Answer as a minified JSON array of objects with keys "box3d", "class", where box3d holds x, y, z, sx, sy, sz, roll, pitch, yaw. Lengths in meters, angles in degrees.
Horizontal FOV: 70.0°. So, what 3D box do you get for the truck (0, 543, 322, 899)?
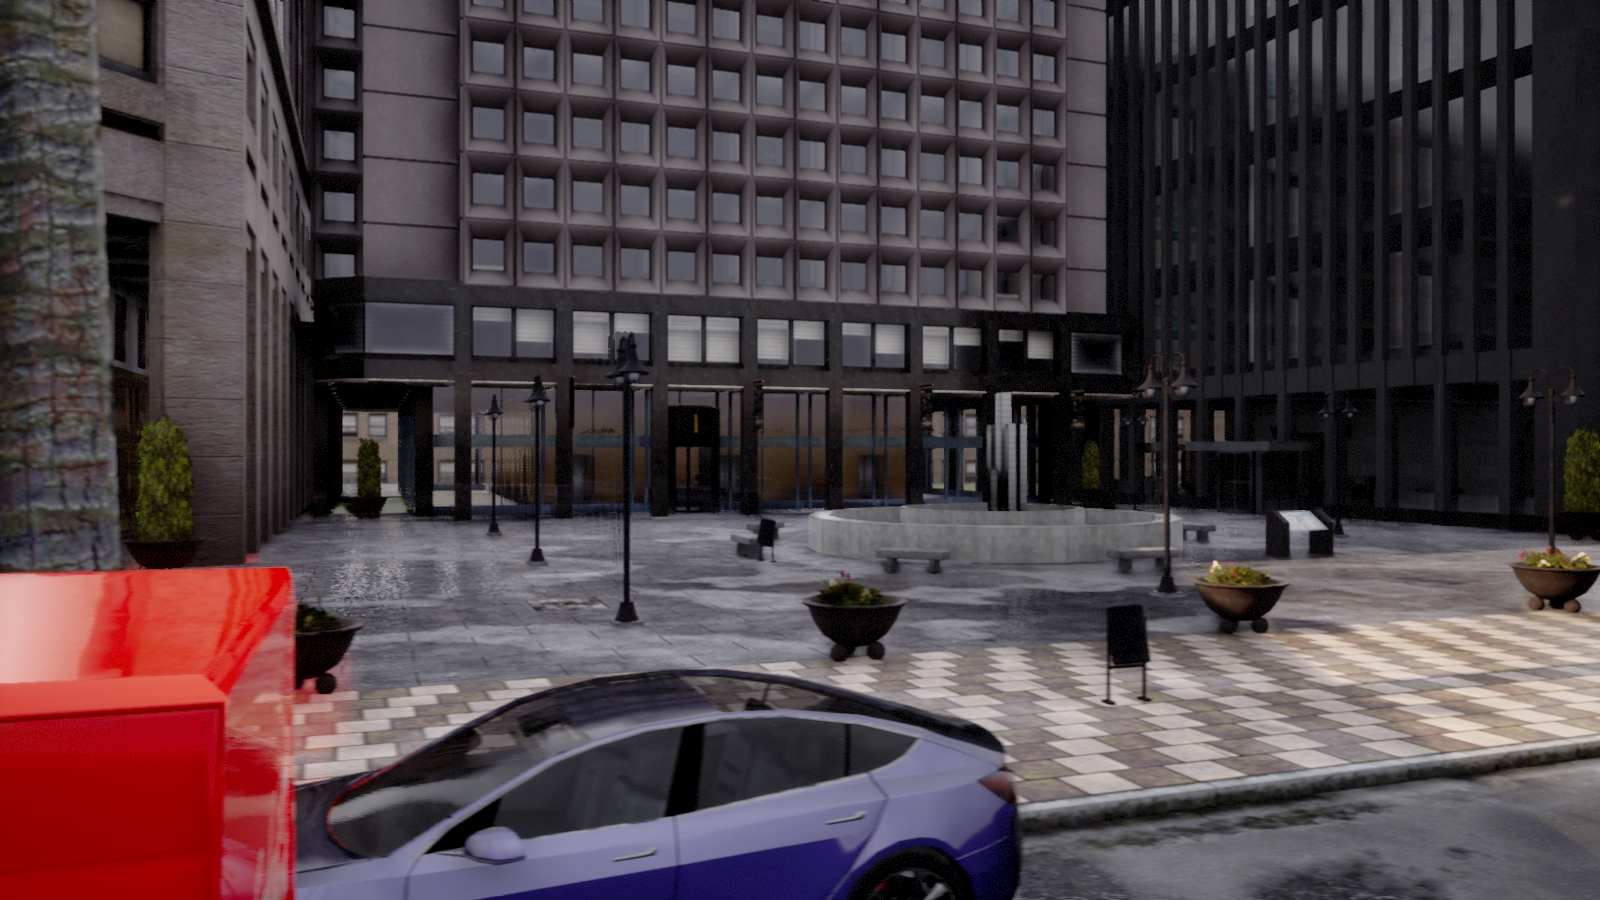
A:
[{"box3d":[-3.702,1.567,1.952,5.204,2.467,2.627,0,0,-20],"class":"truck"}]
